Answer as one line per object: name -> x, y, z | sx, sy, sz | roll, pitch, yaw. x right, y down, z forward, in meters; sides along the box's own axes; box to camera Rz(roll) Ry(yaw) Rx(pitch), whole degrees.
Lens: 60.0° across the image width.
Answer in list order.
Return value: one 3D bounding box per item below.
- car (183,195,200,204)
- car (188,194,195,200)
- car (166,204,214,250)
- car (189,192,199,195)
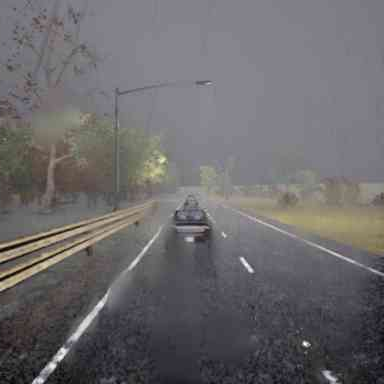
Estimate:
car -> -0.108, 1.473, 44.254 | 2.128, 1.511, 4.902 | 0, 0, 0
car -> -0.160, 1.389, 95.307 | 1.882, 1.535, 5.008 | 0, 0, 0
car -> -0.076, 1.489, 14.278 | 2.128, 1.511, 4.902 | 0, 0, 0
car -> -0.130, 1.310, 65.149 | 2.097, 1.767, 4.553 | 0, 0, 0
